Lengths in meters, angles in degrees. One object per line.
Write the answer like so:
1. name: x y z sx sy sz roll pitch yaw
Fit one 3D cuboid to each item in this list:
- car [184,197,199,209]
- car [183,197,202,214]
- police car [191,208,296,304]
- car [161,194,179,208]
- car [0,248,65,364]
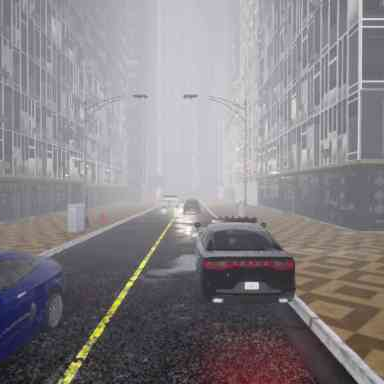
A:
1. car: -0.057 1.493 46.555 1.882 1.535 5.008 0 0 0
2. car: 0.008 1.513 36.215 1.837 1.490 4.892 0 0 0
3. police car: 1.035 1.425 8.358 1.930 1.638 5.238 0 0 0
4. car: -3.087 1.238 47.501 2.150 2.045 5.566 0 0 0
5. car: -3.107 1.525 4.108 1.812 1.442 4.674 0 0 0
